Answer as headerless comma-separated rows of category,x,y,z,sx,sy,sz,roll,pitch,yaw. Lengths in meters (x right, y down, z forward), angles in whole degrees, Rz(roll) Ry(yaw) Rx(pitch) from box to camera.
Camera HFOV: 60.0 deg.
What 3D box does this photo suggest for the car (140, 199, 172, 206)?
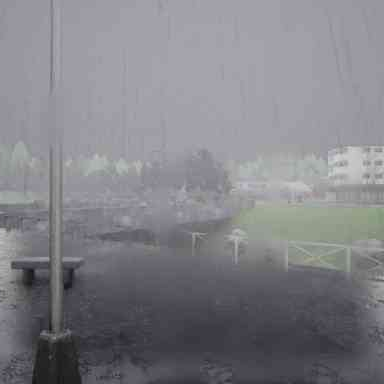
car,-4.585,1.600,43.736,1.895,1.301,4.718,0,0,36
